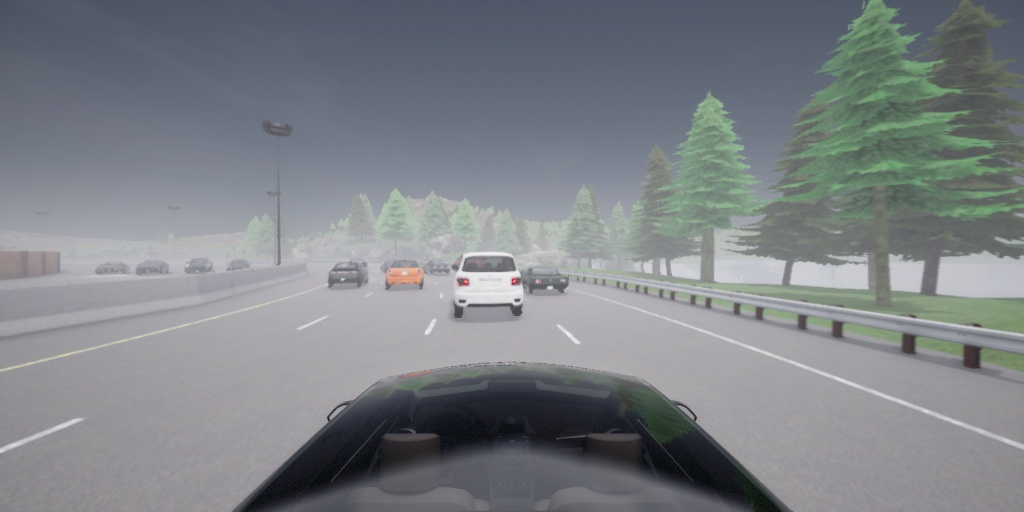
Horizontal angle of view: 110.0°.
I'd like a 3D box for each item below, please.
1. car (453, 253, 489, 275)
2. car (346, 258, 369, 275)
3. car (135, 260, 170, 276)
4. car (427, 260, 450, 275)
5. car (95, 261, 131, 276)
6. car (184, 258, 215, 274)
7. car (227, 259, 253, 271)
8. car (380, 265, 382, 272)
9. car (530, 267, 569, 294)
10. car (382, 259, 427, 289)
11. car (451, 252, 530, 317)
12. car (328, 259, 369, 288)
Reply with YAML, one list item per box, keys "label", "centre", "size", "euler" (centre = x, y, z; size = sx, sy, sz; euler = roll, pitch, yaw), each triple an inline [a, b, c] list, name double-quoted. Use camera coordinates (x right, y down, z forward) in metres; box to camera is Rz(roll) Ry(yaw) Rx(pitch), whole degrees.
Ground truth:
- label: "car"
  centre: [-4.366, 0.721, 37.010]
  size: [2.150, 2.045, 5.566]
  euler: [0, 0, -23]
- label: "car"
  centre: [-16.263, 1.026, 37.561]
  size: [1.882, 1.535, 5.008]
  euler: [0, 0, -27]
- label: "car"
  centre: [-35.871, 1.127, 35.918]
  size: [1.882, 1.535, 5.008]
  euler: [0, 0, -35]
- label: "car"
  centre: [-7.606, 1.070, 35.818]
  size: [2.033, 1.411, 5.357]
  euler: [0, 0, -24]
- label: "car"
  centre: [-40.889, 1.230, 36.830]
  size: [1.994, 1.385, 4.181]
  euler: [-1, 0, -39]
- label: "car"
  centre: [-33.248, 0.970, 38.241]
  size: [2.097, 1.767, 4.553]
  euler: [-1, 1, -36]
- label: "car"
  centre: [-29.091, 1.106, 38.359]
  size: [1.837, 1.490, 4.892]
  euler: [0, 0, -34]
- label: "car"
  centre: [-12.906, 1.090, 38.583]
  size: [1.994, 1.385, 4.181]
  euler: [0, 0, -26]
- label: "car"
  centre: [1.401, 1.211, 19.222]
  size: [1.895, 1.301, 4.718]
  euler: [0, 0, -11]
- label: "car"
  centre: [-6.503, 0.975, 22.064]
  size: [2.097, 1.767, 4.553]
  euler: [0, 0, -14]
- label: "car"
  centre: [-0.988, 0.890, 13.010]
  size: [2.150, 2.045, 5.566]
  euler: [0, 0, -8]
- label: "car"
  centre: [-10.306, 1.127, 22.786]
  size: [2.128, 1.511, 4.902]
  euler: [0, 0, -16]
